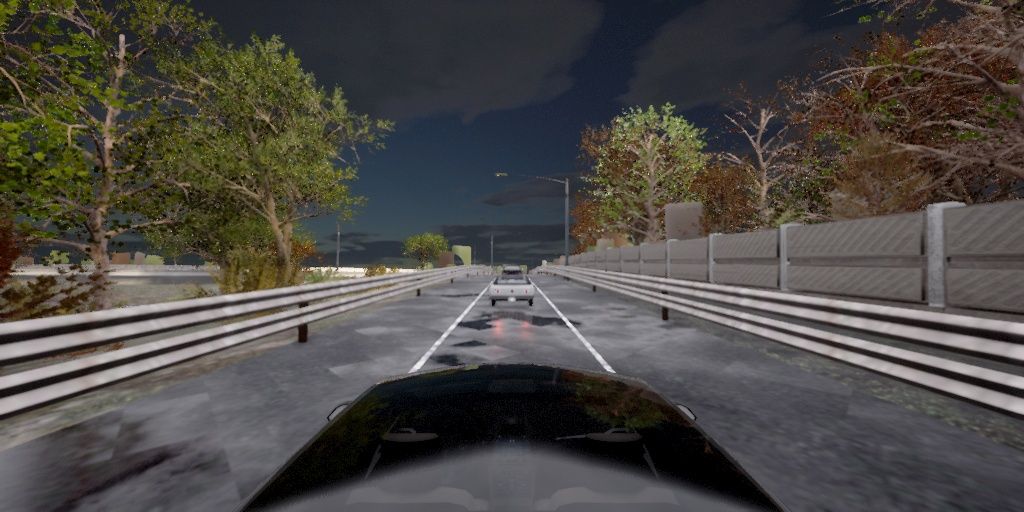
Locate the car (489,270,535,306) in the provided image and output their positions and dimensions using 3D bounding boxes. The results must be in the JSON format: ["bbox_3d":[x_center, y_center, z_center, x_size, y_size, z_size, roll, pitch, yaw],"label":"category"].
[{"bbox_3d":[0.009,1.499,16.760,1.895,1.301,4.718,0,-1,0],"label":"car"}]

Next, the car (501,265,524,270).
[{"bbox_3d":[0.021,1.528,32.152,1.882,1.535,5.008,0,0,0],"label":"car"}]
